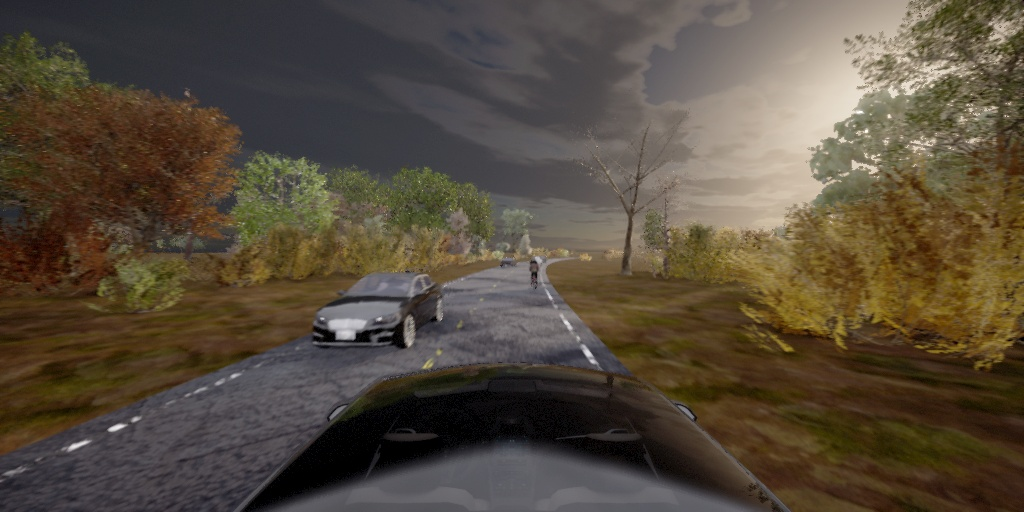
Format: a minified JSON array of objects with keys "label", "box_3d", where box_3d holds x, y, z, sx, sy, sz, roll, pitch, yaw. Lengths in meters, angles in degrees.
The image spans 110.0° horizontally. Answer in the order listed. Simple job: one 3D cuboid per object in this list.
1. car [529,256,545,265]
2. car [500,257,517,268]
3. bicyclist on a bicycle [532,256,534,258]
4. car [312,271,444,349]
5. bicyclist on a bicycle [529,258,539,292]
[{"label":"car","box_3d":[4.012,0.795,59.658,1.812,1.442,4.674,0,0,8]},{"label":"car","box_3d":[-0.464,0.885,49.094,2.033,1.411,5.357,0,0,7]},{"label":"bicyclist on a bicycle","box_3d":[1.684,0.890,28.773,0.659,1.776,1.843,0,1,4]},{"label":"car","box_3d":[-3.008,1.164,9.034,2.128,1.511,4.902,0,1,1]},{"label":"bicyclist on a bicycle","box_3d":[1.166,1.058,18.754,0.582,1.620,1.656,0,0,2]}]
